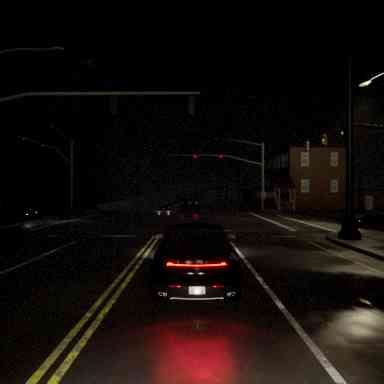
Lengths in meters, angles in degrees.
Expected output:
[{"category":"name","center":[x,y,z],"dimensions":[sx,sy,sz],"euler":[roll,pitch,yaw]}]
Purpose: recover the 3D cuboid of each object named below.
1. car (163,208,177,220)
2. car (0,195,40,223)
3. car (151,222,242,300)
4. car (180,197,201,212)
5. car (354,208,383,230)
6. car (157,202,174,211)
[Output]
[{"category":"car","center":[-3.687,3.773,56.499],"dimensions":[2.033,1.411,5.357],"euler":[0,-12,0]},{"category":"car","center":[-14.658,1.221,25.476],"dimensions":[5.566,2.045,2.150],"euler":[0,0,1]},{"category":"car","center":[0.086,1.505,8.346],"dimensions":[1.837,1.490,4.892],"euler":[0,0,0]},{"category":"car","center":[-0.104,1.364,38.705],"dimensions":[2.097,1.767,4.553],"euler":[0,-2,5]},{"category":"car","center":[16.625,2.400,28.834],"dimensions":[5.566,2.045,2.150],"euler":[9,0,0]},{"category":"car","center":[-3.673,2.056,45.643],"dimensions":[2.033,1.411,5.357],"euler":[0,-4,0]}]
